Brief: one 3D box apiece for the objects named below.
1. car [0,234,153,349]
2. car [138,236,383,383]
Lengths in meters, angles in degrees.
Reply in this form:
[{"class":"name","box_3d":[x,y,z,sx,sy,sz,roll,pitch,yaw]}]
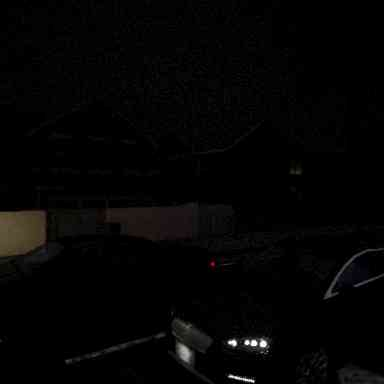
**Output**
[{"class":"car","box_3d":[-1.954,1.547,6.282,5.357,1.411,2.033,0,0,-36]},{"class":"car","box_3d":[1.916,1.490,5.053,4.902,1.511,2.128,0,0,-36]}]
